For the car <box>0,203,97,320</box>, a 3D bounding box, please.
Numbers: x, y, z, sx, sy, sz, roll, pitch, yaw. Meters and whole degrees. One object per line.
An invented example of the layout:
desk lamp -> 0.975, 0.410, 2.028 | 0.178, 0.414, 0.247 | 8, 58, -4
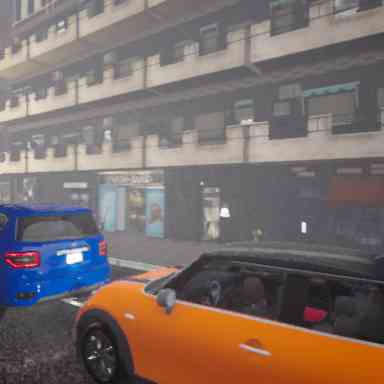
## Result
car -> -4.245, 1.264, 7.446 | 5.566, 2.045, 2.150 | 0, 0, 36

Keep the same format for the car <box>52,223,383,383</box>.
car -> 0.660, 1.380, 3.887 | 4.553, 1.767, 2.097 | 0, 0, 36
